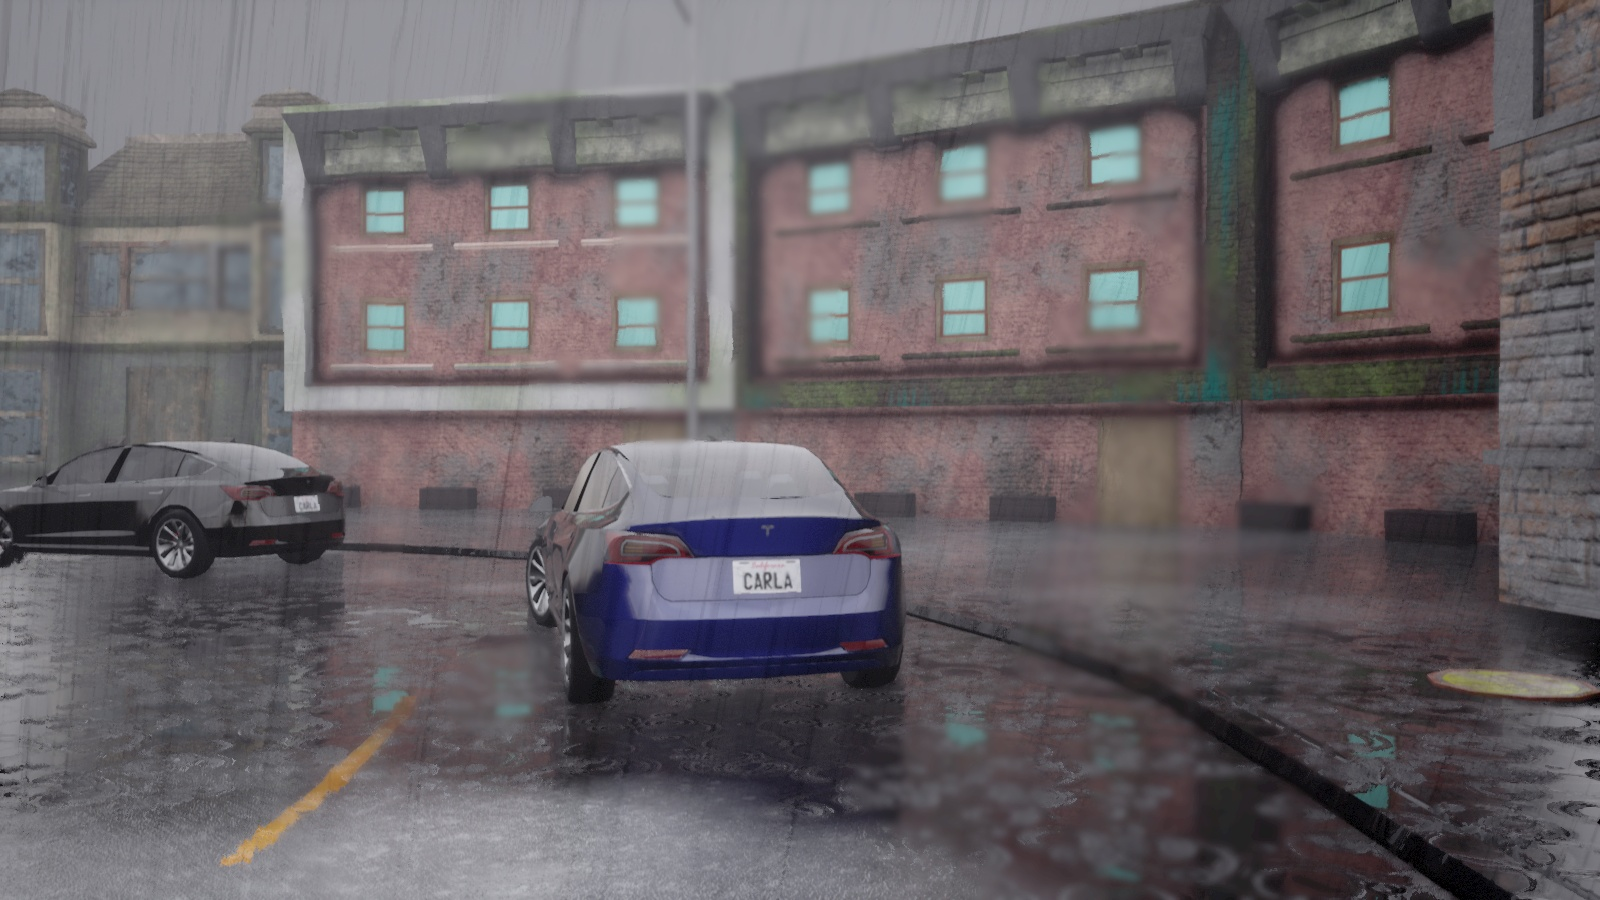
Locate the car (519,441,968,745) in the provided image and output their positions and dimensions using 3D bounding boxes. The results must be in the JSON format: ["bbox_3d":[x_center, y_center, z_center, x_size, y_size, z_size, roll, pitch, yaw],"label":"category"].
[{"bbox_3d":[-0.759,0.682,8.738,2.163,1.488,4.792,0,0,-15],"label":"car"}]

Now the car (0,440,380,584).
[{"bbox_3d":[-7.651,0.631,14.955,4.792,1.488,2.163,0,1,23],"label":"car"}]
